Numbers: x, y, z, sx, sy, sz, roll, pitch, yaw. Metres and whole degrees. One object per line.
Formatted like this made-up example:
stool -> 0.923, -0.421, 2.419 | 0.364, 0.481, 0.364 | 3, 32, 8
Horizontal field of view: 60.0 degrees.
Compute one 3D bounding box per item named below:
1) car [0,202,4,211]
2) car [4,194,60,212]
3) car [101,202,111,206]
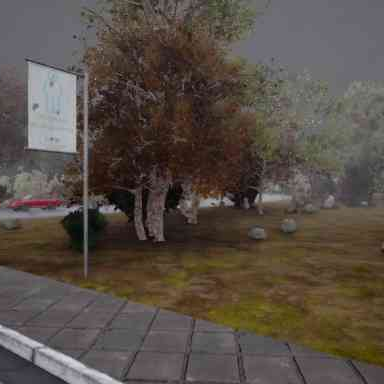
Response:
car -> -21.685, 1.559, 40.149 | 1.994, 1.385, 4.181 | 0, 0, 39
car -> -18.256, 1.214, 38.829 | 2.150, 2.045, 5.566 | 0, 0, 38
car -> -12.381, 1.550, 52.018 | 1.895, 1.301, 4.718 | 0, 0, 37
